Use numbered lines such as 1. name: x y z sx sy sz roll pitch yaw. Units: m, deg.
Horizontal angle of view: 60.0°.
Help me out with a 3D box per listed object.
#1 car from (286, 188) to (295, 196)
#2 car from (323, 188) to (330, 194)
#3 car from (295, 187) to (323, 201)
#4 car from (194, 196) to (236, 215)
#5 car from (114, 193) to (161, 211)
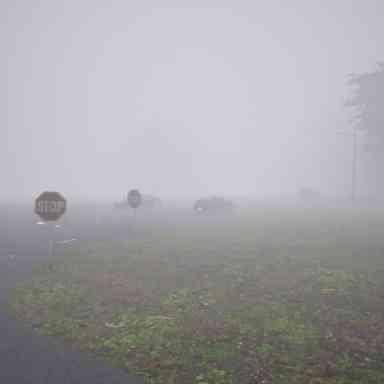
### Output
1. car: 20.261 0.045 66.197 1.882 1.535 5.008 2 2 36
2. car: 33.890 -0.355 85.216 2.097 1.767 4.553 2 2 36
3. car: 18.194 0.205 51.546 2.150 2.045 5.566 2 2 33
4. car: 2.052 1.072 28.776 1.837 1.490 4.892 2 3 36
5. car: -4.995 0.920 30.957 1.882 1.535 5.008 2 4 36
